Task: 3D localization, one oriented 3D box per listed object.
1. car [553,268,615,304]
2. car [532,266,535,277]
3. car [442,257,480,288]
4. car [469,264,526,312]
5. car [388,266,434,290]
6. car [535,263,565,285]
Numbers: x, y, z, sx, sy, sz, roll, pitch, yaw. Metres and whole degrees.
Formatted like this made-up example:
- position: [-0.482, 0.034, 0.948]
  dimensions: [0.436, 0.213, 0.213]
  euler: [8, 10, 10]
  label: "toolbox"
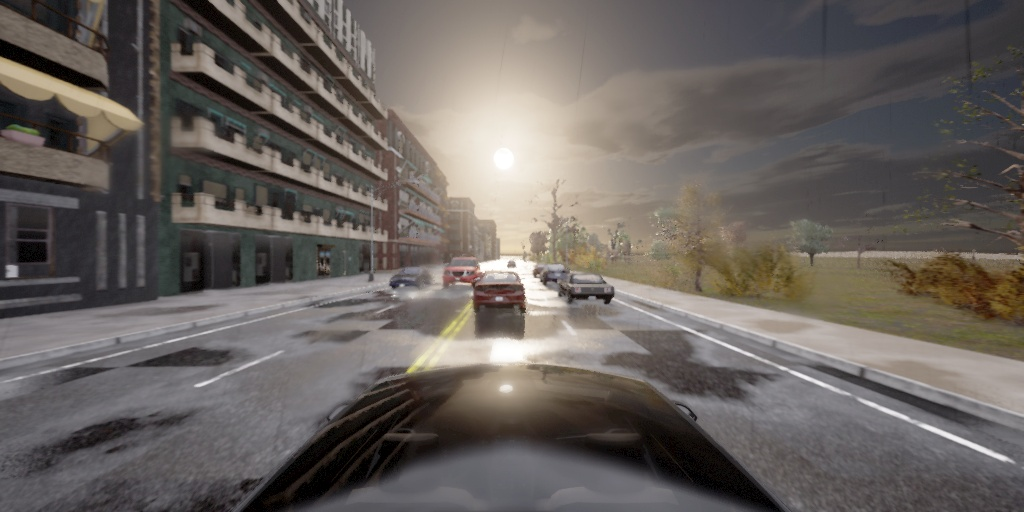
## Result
- position: [3.244, 1.427, 16.710]
  dimensions: [1.895, 1.301, 4.718]
  euler: [0, 0, 0]
  label: "car"
- position: [3.237, 1.467, 38.681]
  dimensions: [1.812, 1.442, 4.674]
  euler: [0, 0, 0]
  label: "car"
- position: [-3.355, 1.093, 25.027]
  dimensions: [2.150, 2.045, 5.566]
  euler: [0, -1, 0]
  label: "car"
- position: [-0.436, 1.293, 14.582]
  dimensions: [1.882, 1.535, 5.008]
  euler: [0, 0, 0]
  label: "car"
- position: [-6.608, 1.412, 24.215]
  dimensions: [2.033, 1.411, 5.357]
  euler: [0, 0, 0]
  label: "car"
- position: [3.240, 1.387, 27.711]
  dimensions: [2.163, 1.488, 4.792]
  euler: [0, 0, 0]
  label: "car"
